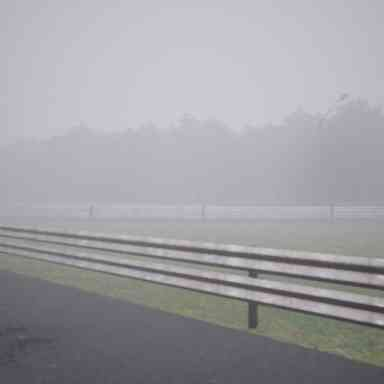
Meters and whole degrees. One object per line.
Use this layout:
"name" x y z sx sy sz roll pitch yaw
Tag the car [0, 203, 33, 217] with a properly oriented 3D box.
"car" -20.730 1.986 37.862 5.366 1.575 1.801 0 0 17
